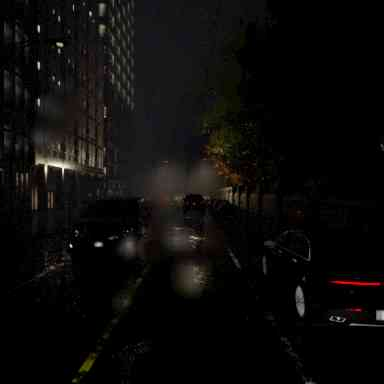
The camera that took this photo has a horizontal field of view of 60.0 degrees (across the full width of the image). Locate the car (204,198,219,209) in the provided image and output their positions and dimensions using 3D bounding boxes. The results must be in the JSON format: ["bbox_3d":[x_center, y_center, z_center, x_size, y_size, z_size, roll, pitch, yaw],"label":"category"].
[{"bbox_3d":[2.745,1.535,47.092,1.887,1.381,4.507,0,0,0],"label":"car"}]

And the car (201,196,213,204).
[{"bbox_3d":[2.808,1.532,63.727,2.008,1.369,4.403,0,0,0],"label":"car"}]

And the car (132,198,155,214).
[{"bbox_3d":[-5.178,1.435,36.036,1.967,1.590,4.097,0,0,0],"label":"car"}]

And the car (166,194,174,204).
[{"bbox_3d":[-5.073,1.526,63.760,1.887,1.381,4.507,0,0,0],"label":"car"}]

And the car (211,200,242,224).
[{"bbox_3d":[2.660,1.542,24.911,1.887,1.381,4.507,0,0,0],"label":"car"}]

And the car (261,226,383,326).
[{"bbox_3d":[2.777,1.505,7.152,1.837,1.490,4.892,0,0,0],"label":"car"}]

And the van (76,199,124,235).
[{"bbox_3d":[-5.241,1.340,19.401,1.690,1.788,3.998,0,0,0],"label":"van"}]

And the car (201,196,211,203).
[{"bbox_3d":[2.828,1.523,69.273,1.887,1.381,4.507,0,0,0],"label":"car"}]

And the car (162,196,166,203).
[{"bbox_3d":[-5.136,1.572,47.125,1.802,1.307,4.206,0,0,0],"label":"car"}]

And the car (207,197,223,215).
[{"bbox_3d":[2.681,1.436,30.456,1.967,1.590,4.097,0,0,0],"label":"car"}]

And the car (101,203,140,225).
[{"bbox_3d":[-5.220,1.548,24.946,2.008,1.369,4.403,0,0,0],"label":"car"}]

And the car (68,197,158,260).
[{"bbox_3d":[-2.802,1.221,12.777,2.150,2.045,5.566,0,0,0],"label":"car"}]

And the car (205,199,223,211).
[{"bbox_3d":[2.723,1.559,41.546,1.947,1.339,4.313,0,0,0],"label":"car"}]

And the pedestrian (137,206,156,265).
[{"bbox_3d":[-1.384,1.293,10.115,0.375,1.860,0.375,0,0,0],"label":"pedestrian"}]

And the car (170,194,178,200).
[{"bbox_3d":[-4.968,1.400,91.485,1.967,1.590,4.097,0,0,0],"label":"car"}]

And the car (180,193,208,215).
[{"bbox_3d":[0.212,1.219,34.553,2.150,2.045,5.566,0,0,0],"label":"car"}]

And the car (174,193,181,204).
[{"bbox_3d":[-2.516,1.208,64.459,2.150,2.045,5.566,0,0,0],"label":"car"}]

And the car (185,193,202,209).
[{"bbox_3d":[0.218,1.212,45.853,2.150,2.045,5.566,0,0,1],"label":"car"}]

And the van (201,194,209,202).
[{"bbox_3d":[2.850,1.316,74.818,1.690,1.788,3.998,0,0,0],"label":"van"}]

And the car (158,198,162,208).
[{"bbox_3d":[-5.158,1.518,41.410,1.752,1.417,4.829,0,0,0],"label":"car"}]

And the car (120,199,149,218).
[{"bbox_3d":[-5.199,1.436,30.491,1.967,1.590,4.097,0,0,0],"label":"car"}]
